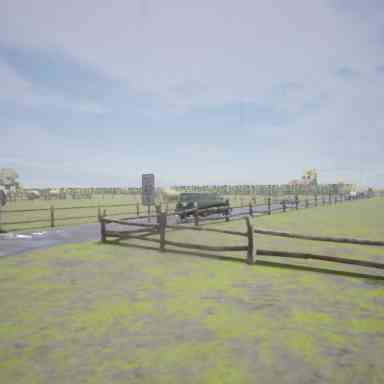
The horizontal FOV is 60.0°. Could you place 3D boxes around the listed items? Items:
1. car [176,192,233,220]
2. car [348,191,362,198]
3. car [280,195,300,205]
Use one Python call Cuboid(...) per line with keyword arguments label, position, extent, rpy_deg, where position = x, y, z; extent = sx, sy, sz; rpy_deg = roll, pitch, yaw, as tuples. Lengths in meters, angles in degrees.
Cuboid(label="car", position=(1.037, 1.002, 25.443), extent=(2.150, 2.045, 5.566), rpy_deg=(-1, 0, 35))
Cuboid(label="car", position=(37.381, 0.749, 77.166), extent=(1.812, 1.442, 4.674), rpy_deg=(-1, 0, 35))
Cuboid(label="car", position=(14.574, 1.152, 49.487), extent=(1.994, 1.385, 4.181), rpy_deg=(-1, 0, 35))
